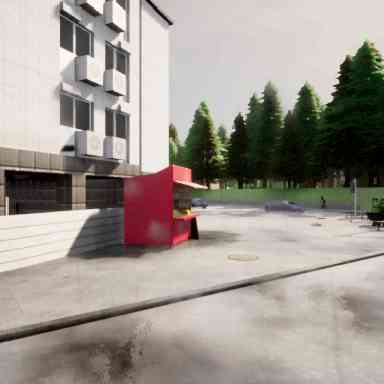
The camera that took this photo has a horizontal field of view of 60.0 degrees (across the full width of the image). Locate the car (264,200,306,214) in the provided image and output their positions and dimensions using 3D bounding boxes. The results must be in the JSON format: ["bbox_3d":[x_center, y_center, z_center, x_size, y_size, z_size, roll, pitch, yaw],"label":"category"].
[{"bbox_3d":[9.644,1.526,34.927,1.812,1.442,4.674,0,0,-36],"label":"car"}]

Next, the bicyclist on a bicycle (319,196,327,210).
[{"bbox_3d":[15.946,1.349,40.557,1.656,1.620,0.582,0,0,-35],"label":"bicyclist on a bicycle"}]

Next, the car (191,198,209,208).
[{"bbox_3d":[0.537,1.564,47.773,1.994,1.385,4.181,0,0,-35],"label":"car"}]
